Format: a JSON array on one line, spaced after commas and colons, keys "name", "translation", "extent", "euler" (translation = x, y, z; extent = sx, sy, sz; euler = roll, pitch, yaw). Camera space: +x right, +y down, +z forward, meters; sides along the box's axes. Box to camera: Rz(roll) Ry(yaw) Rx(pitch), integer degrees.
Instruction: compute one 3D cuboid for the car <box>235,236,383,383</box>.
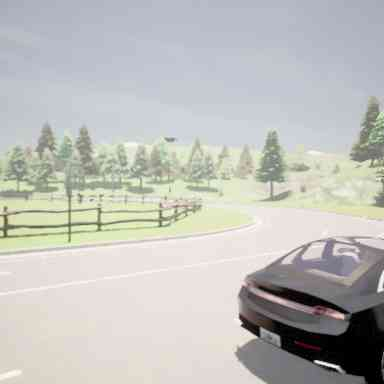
[{"name": "car", "translation": [2.902, 1.465, 5.231], "extent": [4.902, 1.511, 2.128], "euler": [0, 1, -35]}]
